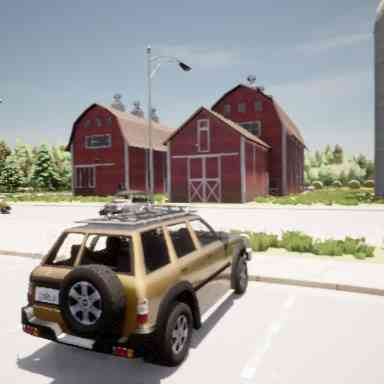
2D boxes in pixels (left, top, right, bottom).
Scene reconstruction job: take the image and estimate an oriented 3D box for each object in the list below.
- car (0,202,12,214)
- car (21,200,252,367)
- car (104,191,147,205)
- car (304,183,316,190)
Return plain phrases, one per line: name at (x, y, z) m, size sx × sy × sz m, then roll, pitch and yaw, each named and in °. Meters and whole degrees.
car at (-16.862, 1.165, 26.952) m, size 1.816 × 1.474 × 4.193 m, roll 0°, pitch 1°, yaw 24°
car at (-0.452, 1.182, 5.690) m, size 1.932 × 1.855 × 4.605 m, roll 0°, pitch 1°, yaw 24°
car at (-4.331, 0.885, 21.950) m, size 1.905 × 1.878 × 3.866 m, roll 0°, pitch 1°, yaw 24°
car at (26.757, -1.017, 76.870) m, size 3.866 × 1.878 × 1.905 m, roll 1°, pitch -5°, yaw -19°
